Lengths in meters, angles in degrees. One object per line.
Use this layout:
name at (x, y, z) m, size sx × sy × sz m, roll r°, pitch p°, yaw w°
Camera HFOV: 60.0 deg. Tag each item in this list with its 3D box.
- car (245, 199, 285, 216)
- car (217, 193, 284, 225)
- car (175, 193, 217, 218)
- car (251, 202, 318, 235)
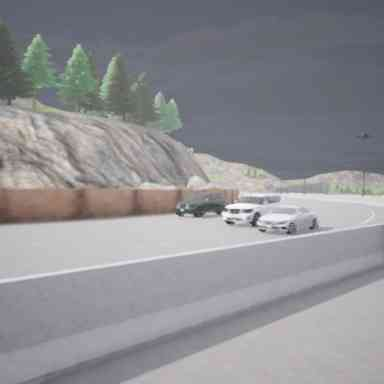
car at (7.115, 1.422, 31.920) m, size 2.033 × 1.411 × 5.357 m, roll 0°, pitch 0°, yaw 32°
car at (4.339, 1.134, 22.346) m, size 2.150 × 2.045 × 5.566 m, roll 0°, pitch 0°, yaw 40°
car at (0.875, 1.110, 29.106) m, size 2.150 × 2.045 × 5.566 m, roll 0°, pitch 0°, yaw 38°
car at (5.437, 1.452, 18.440) m, size 1.812 × 1.442 × 4.674 m, roll 0°, pitch 0°, yaw 43°
